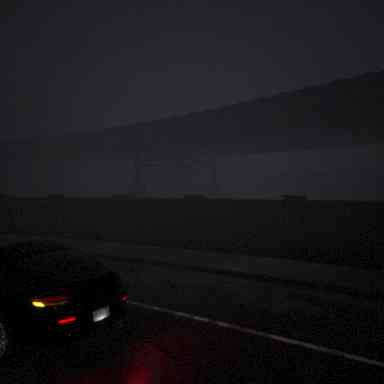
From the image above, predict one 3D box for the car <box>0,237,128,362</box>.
[{"bbox_3d":[-3.206,1.538,5.832,4.674,1.442,1.812,0,0,32],"label":"car"}]
